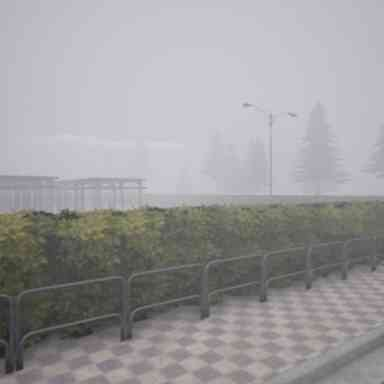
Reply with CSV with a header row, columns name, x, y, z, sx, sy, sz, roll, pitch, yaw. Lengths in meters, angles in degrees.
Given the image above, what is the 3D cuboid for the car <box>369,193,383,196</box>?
name,x,y,z,sx,sy,sz,roll,pitch,yaw
car,42.705,1.208,77.194,2.150,2.045,5.566,0,0,5
